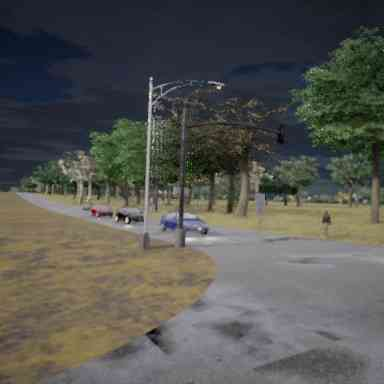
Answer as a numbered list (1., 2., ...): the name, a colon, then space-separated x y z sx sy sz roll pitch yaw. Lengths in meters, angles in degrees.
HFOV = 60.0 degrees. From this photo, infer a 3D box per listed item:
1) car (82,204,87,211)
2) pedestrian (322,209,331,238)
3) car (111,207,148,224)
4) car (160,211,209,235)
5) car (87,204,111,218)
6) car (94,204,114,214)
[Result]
1. car: -19.203 2.904 62.478 1.994 1.385 4.181 3 -2 -30
2. pedestrian: 8.616 2.028 21.436 0.375 1.860 0.375 2 -1 -30
3. car: -5.745 2.169 31.323 1.882 1.535 5.008 3 -3 -30
4. car: -0.623 2.025 22.316 1.812 1.442 4.674 3 -3 -28
5. car: -11.016 2.336 40.616 1.882 1.535 5.008 3 -3 -29
6. car: -14.253 2.784 53.792 1.994 1.385 4.181 3 -2 -31
